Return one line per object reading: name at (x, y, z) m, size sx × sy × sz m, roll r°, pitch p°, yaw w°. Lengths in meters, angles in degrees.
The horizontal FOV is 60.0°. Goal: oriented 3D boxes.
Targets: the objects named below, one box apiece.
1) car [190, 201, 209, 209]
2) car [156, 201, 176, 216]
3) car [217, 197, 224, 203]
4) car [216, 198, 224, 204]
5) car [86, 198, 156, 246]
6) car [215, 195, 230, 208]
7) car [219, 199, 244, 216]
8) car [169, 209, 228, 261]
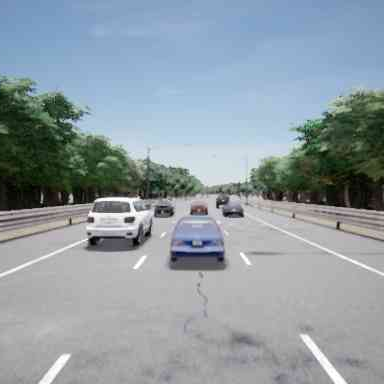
car at (0.786, 1.708, 35.864) m, size 1.812 × 1.442 × 4.674 m, roll 0°, pitch 0°, yaw 2°
car at (-2.761, 1.676, 34.562) m, size 1.837 × 1.490 × 4.892 m, roll 0°, pitch 0°, yaw 2°
car at (8.029, 2.192, 93.926) m, size 1.837 × 1.490 × 4.892 m, roll 0°, pitch 0°, yaw 5°
car at (6.803, 2.133, 80.122) m, size 1.994 × 1.385 × 4.181 m, roll 0°, pitch 0°, yaw 5°
car at (-3.253, 1.280, 15.841) m, size 2.150 × 2.045 × 5.566 m, roll 0°, pitch 0°, yaw 1°
car at (5.040, 1.571, 54.413) m, size 2.150 × 2.045 × 5.566 m, roll 0°, pitch -1°, yaw 3°
car at (4.136, 1.740, 34.201) m, size 1.994 × 1.385 × 4.181 m, roll 0°, pitch 0°, yaw 2°
car at (0.194, 1.592, 12.488) m, size 2.033 × 1.411 × 5.357 m, roll 0°, pitch 0°, yaw 1°
